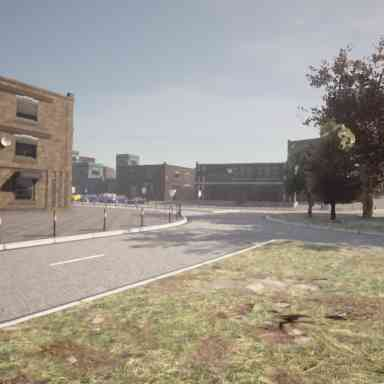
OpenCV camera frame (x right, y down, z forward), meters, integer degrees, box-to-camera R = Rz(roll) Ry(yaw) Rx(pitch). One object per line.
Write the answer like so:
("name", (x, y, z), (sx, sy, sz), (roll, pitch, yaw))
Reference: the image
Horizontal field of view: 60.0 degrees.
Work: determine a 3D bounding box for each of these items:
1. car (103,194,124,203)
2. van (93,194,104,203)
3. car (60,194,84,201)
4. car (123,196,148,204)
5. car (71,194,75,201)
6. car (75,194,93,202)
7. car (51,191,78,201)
("car", (-15.391, 1.495, 68.910), (2.185, 1.767, 4.553), (1, -1, 31))
("van", (-17.957, 1.335, 70.280), (1.878, 1.987, 4.442), (1, -1, 31))
("car", (-27.326, 1.311, 76.040), (2.231, 1.521, 4.892), (2, 0, 31))
("car", (-10.767, 1.746, 66.061), (2.163, 1.488, 4.792), (1, -1, 31))
("car", (-25.056, 1.372, 74.665), (2.097, 1.535, 5.008), (2, 0, 31))
("car", (-22.544, 1.316, 73.203), (2.185, 1.767, 4.553), (2, 0, 31))
("car", (-29.687, 0.994, 77.491), (2.435, 2.045, 5.566), (2, 0, 31))
